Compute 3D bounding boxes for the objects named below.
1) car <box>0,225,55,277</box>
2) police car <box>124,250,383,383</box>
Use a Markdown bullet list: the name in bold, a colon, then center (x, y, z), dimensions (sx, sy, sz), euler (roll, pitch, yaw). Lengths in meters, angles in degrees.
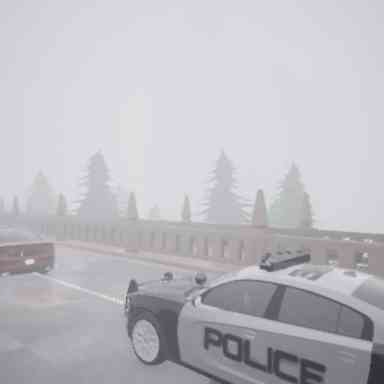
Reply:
- **car**: center (-6.365, 1.819, 10.884), dimensions (5.008, 1.535, 1.882), euler (-1, -3, 41)
- **police car**: center (1.082, 1.622, 4.378), dimensions (5.238, 1.638, 1.930), euler (-1, -3, 41)
